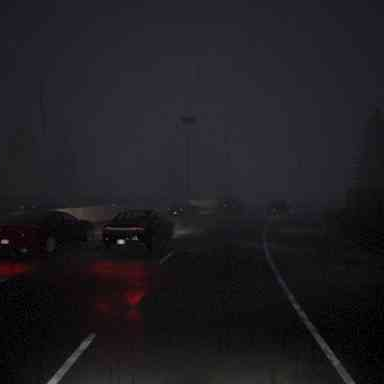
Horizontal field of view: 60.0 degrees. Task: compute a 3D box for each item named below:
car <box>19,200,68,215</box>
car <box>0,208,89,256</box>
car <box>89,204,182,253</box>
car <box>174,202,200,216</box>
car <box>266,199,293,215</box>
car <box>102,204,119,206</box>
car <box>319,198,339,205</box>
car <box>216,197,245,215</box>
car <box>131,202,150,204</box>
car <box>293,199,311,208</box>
[{"bbox_3d":[-15.122,1.567,34.129,1.895,1.301,4.718,0,0,19],"label":"car"},{"bbox_3d":[-5.689,1.465,13.241,1.882,1.535,5.008,0,0,8],"label":"car"},{"bbox_3d":[-2.051,1.492,13.814,2.128,1.511,4.902,0,0,9],"label":"car"},{"bbox_3d":[-0.749,1.615,32.253,1.895,1.301,4.718,0,0,20],"label":"car"},{"bbox_3d":[9.194,1.556,35.290,1.837,1.490,4.892,0,0,25],"label":"car"},{"bbox_3d":[-8.953,1.497,40.338,1.837,1.490,4.892,0,0,23],"label":"car"},{"bbox_3d":[25.091,1.724,60.808,4.718,1.301,1.895,0,0,-45],"label":"car"},{"bbox_3d":[4.132,1.385,34.896,2.097,1.767,4.553,0,0,23],"label":"car"},{"bbox_3d":[-5.280,1.604,40.150,1.895,1.301,4.718,0,0,24],"label":"car"},{"bbox_3d":[16.481,1.685,50.544,1.895,1.301,4.718,0,0,37],"label":"car"}]
